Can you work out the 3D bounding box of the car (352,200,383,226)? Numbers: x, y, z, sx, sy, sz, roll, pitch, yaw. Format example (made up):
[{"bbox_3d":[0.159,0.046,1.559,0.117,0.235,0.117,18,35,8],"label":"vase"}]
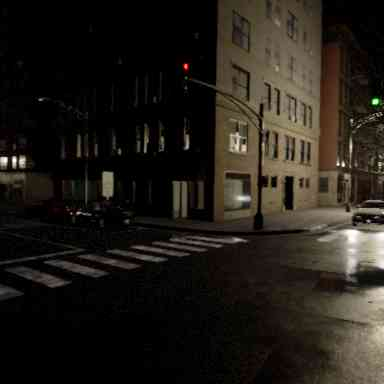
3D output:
[{"bbox_3d":[10.714,1.203,19.269,1.812,1.442,4.674,2,2,38],"label":"car"}]

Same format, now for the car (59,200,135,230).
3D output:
[{"bbox_3d":[-4.955,1.191,18.063,4.403,1.369,2.008,1,2,39],"label":"car"}]

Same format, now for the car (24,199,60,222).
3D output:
[{"bbox_3d":[-9.262,1.129,21.528,4.206,1.307,1.802,1,2,39],"label":"car"}]
